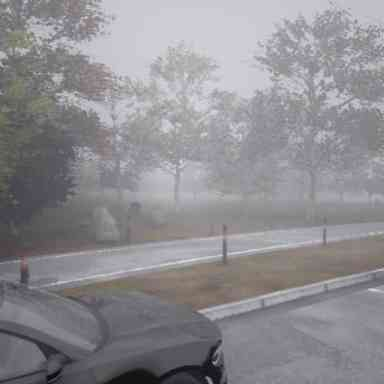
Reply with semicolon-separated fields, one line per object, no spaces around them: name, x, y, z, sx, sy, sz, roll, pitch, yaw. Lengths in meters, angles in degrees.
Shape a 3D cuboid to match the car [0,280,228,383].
car;-1.980;1.471;2.609;5.008;1.535;2.097;0;1;-33
